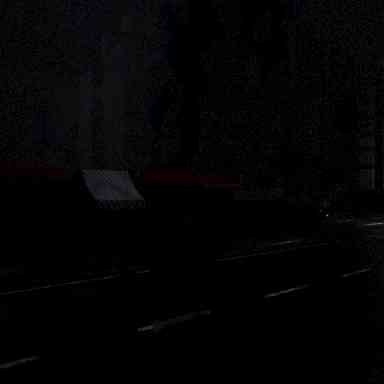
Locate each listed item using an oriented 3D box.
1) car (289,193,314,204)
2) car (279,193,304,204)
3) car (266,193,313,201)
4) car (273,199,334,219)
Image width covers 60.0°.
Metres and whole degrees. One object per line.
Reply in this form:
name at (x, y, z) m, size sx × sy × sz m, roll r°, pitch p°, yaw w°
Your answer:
car at (19.614, 1.114, 59.433) m, size 1.905 × 1.878 × 3.866 m, roll 0°, pitch 0°, yaw -35°
car at (17.219, 1.114, 57.726) m, size 1.905 × 1.878 × 3.866 m, roll 0°, pitch 0°, yaw -35°
car at (9.450, 1.297, 34.011) m, size 2.097 × 1.767 × 4.553 m, roll 0°, pitch 0°, yaw -36°
car at (9.410, 1.545, 28.087) m, size 1.895 × 1.301 × 4.718 m, roll 0°, pitch 0°, yaw -36°
